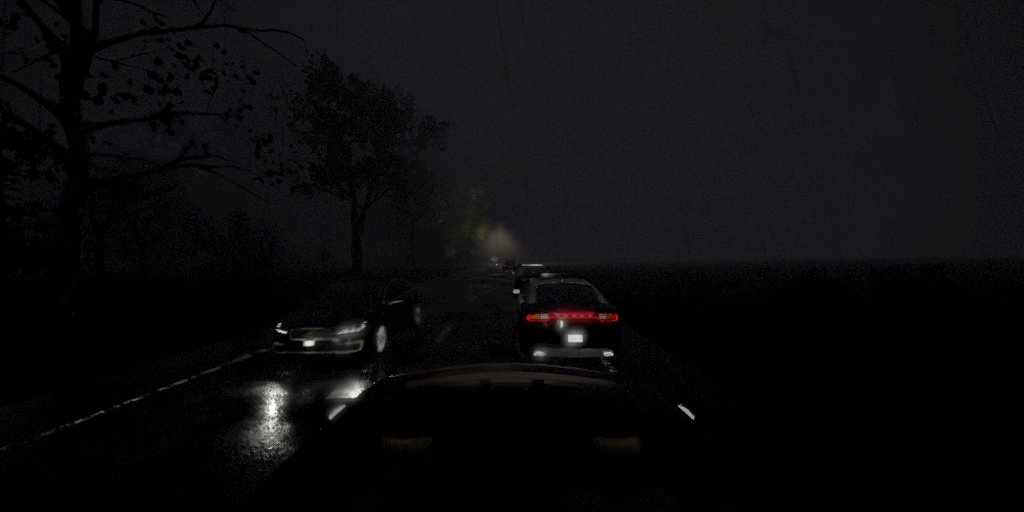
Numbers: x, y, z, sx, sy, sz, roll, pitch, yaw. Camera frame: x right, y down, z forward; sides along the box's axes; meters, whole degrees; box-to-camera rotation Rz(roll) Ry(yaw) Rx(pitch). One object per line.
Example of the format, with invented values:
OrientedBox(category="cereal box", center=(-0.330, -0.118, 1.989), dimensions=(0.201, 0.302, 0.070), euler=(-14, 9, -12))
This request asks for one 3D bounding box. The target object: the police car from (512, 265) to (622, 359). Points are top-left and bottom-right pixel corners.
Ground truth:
OrientedBox(category="police car", center=(1.059, 1.176, 8.582), dimensions=(1.930, 1.638, 5.238), euler=(0, 0, 0))

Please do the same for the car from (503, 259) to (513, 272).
OrientedBox(category="car", center=(-0.237, 1.345, 47.185), dimensions=(1.994, 1.385, 4.181), euler=(0, 0, 0))

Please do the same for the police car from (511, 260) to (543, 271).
OrientedBox(category="police car", center=(1.037, 1.181, 18.592), dimensions=(1.930, 1.638, 5.238), euler=(0, 0, 0))

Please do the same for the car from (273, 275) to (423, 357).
OrientedBox(category="car", center=(-3.501, 1.256, 8.610), dimensions=(1.837, 1.490, 4.892), euler=(0, 0, 0))
